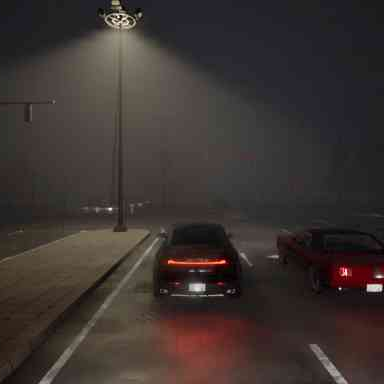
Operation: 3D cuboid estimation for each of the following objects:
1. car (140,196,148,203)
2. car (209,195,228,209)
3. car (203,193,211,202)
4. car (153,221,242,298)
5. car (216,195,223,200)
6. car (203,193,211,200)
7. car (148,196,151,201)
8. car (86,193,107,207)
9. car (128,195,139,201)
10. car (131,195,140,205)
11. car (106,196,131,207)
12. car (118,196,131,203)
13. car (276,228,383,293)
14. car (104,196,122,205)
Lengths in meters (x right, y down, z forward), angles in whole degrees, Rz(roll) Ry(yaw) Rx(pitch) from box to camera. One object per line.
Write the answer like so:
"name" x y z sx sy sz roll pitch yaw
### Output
"car" -11.079 1.595 69.310 1.895 1.301 4.718 0 0 0
"car" 3.784 1.477 45.897 1.882 1.535 5.008 0 0 0
"car" 3.987 1.524 79.287 1.812 1.442 4.674 0 0 1
"car" 0.124 1.505 8.525 1.837 1.490 4.892 0 0 1
"car" 7.828 1.553 94.672 1.994 1.385 4.181 0 0 2
"car" 4.328 1.225 94.730 2.150 2.045 5.566 0 0 2
"car" -11.015 1.552 79.162 1.994 1.385 4.181 0 0 0
"car" -14.777 1.221 51.876 2.150 2.045 5.566 0 0 0
"car" -14.483 1.517 82.275 1.812 1.442 4.674 0 0 1
"car" -11.205 1.505 60.337 1.837 1.490 4.892 0 0 1
"car" -11.284 1.601 51.327 1.895 1.301 4.718 0 0 0
"car" -14.562 1.553 72.071 1.994 1.385 4.181 0 0 0
"car" 3.627 1.601 8.771 1.895 1.301 4.718 0 0 1
"car" -14.672 1.547 62.125 2.033 1.411 5.357 0 0 1
